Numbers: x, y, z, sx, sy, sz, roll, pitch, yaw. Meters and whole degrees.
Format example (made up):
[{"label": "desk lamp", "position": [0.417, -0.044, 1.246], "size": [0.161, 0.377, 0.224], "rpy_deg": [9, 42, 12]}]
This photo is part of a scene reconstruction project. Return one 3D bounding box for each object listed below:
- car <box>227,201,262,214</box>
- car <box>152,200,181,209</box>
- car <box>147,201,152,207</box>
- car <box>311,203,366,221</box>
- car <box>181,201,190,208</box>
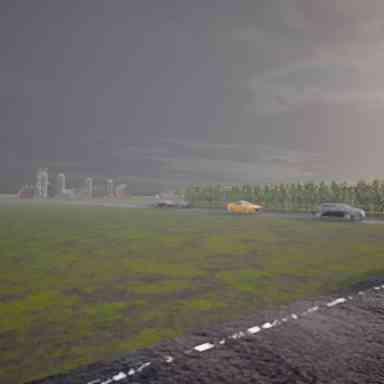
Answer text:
[{"label": "car", "position": [6.429, 1.898, 41.239], "size": [1.882, 1.535, 5.008], "rpy_deg": [1, -1, -35]}, {"label": "car", "position": [-4.386, 2.074, 56.772], "size": [1.882, 1.535, 5.008], "rpy_deg": [1, -1, -34]}, {"label": "car", "position": [-7.308, 2.270, 65.787], "size": [1.994, 1.385, 4.181], "rpy_deg": [1, -1, -35]}, {"label": "car", "position": [13.575, 1.798, 31.057], "size": [2.128, 1.511, 4.902], "rpy_deg": [1, -1, -35]}, {"label": "car", "position": [-2.155, 2.188, 58.551], "size": [1.994, 1.385, 4.181], "rpy_deg": [1, -1, -35]}]
